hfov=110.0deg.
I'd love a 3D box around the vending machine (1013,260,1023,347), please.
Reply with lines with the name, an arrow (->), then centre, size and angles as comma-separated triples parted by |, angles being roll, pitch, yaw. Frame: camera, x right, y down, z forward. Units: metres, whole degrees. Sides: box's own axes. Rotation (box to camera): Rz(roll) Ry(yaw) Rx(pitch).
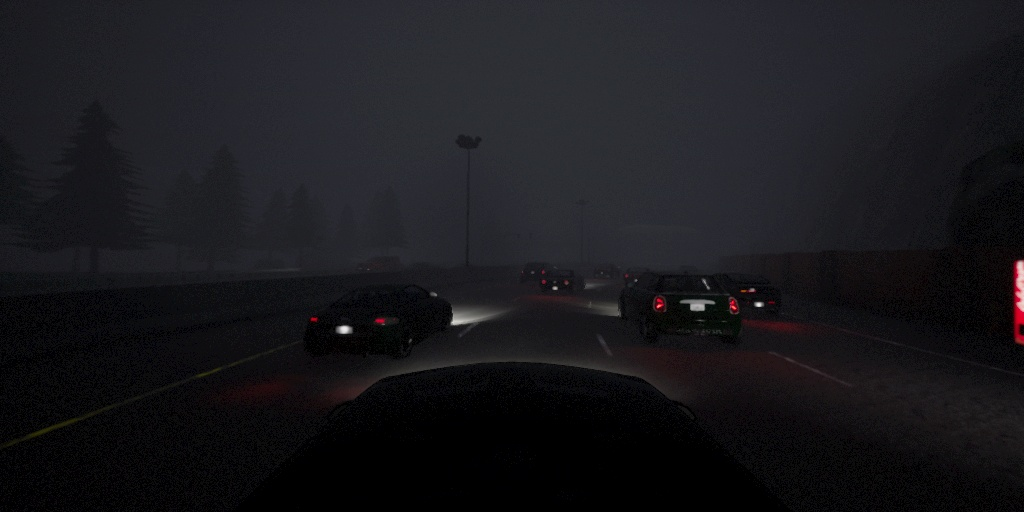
vending machine -> 12.408, 1.073, 8.054 | 1.100, 2.100, 0.880 | 0, 0, 8

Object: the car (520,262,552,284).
car -> 2.299, 1.229, 27.972 | 2.097, 1.767, 4.553 | 0, 0, 22

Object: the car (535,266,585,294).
car -> 3.124, 1.464, 21.448 | 1.895, 1.301, 4.718 | 0, 0, 21

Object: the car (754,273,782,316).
car -> 8.719, 1.377, 14.278 | 1.837, 1.490, 4.892 | 0, 0, 12

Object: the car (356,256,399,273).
car -> -15.132, 1.011, 41.097 | 2.150, 2.045, 5.566 | 0, 0, 26

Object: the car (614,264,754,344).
car -> 4.395, 1.172, 10.091 | 2.097, 1.767, 4.553 | 0, 0, 7

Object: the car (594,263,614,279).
car -> 9.605, 1.451, 35.929 | 1.882, 1.535, 5.008 | 0, 0, 28

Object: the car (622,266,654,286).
car -> 10.052, 1.543, 28.426 | 1.895, 1.301, 4.718 | 0, 0, 25

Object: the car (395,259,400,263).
car -> -10.718, 1.377, 42.169 | 2.033, 1.411, 5.357 | 0, 0, 26

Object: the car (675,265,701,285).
car -> 14.856, 1.515, 30.305 | 1.812, 1.442, 4.674 | 0, 0, 26

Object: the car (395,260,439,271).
car -> -9.445, 1.381, 36.674 | 1.994, 1.385, 4.181 | 0, 0, 24

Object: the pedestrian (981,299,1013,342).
pedestrian -> 12.078, 1.552, 8.912 | 0.500, 1.100, 0.500 | 0, 0, 8

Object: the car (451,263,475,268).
car -> -5.040, 1.422, 37.864 | 1.994, 1.385, 4.181 | 0, 0, 26

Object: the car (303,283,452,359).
car -> -2.834, 1.319, 8.497 | 1.994, 1.385, 4.181 | 0, 0, 6
